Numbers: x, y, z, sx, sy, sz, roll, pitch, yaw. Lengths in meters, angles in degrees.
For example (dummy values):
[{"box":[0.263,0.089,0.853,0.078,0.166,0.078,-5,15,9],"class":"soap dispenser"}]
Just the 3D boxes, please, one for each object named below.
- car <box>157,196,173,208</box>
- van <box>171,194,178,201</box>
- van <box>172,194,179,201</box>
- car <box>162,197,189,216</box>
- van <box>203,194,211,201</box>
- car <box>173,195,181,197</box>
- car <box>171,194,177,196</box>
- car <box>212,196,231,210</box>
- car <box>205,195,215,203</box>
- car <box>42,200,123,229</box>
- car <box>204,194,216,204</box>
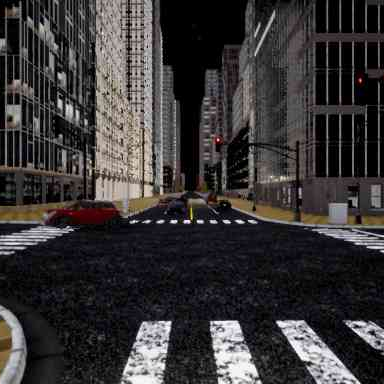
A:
[{"box":[-4.054,1.591,47.278,1.802,1.307,4.206,0,0,0],"class":"car"},{"box":[-4.213,1.319,80.444,1.690,1.788,3.998,0,0,0],"class":"van"},{"box":[-4.239,1.313,85.971,1.690,1.788,3.998,0,0,0],"class":"van"},{"box":[-1.524,1.563,33.690,2.033,1.411,5.357,0,0,0],"class":"car"},{"box":[3.667,1.319,80.482,1.690,1.788,3.998,0,0,0],"class":"van"},{"box":[-1.588,1.535,47.519,1.812,1.442,4.674,0,0,0],"class":"car"},{"box":[-4.133,1.562,63.861,1.947,1.339,4.313,0,0,0],"class":"car"},{"box":[3.902,1.578,41.790,1.947,1.339,4.313,0,0,0],"class":"car"},{"box":[3.720,1.430,69.427,1.967,1.590,4.097,0,0,0],"class":"car"},{"box":[-6.621,1.287,20.321,4.553,1.767,2.097,3,-1,-32],"class":"car"},{"box":[3.747,1.311,63.899,2.192,1.841,5.009,0,0,0],"class":"car"}]
